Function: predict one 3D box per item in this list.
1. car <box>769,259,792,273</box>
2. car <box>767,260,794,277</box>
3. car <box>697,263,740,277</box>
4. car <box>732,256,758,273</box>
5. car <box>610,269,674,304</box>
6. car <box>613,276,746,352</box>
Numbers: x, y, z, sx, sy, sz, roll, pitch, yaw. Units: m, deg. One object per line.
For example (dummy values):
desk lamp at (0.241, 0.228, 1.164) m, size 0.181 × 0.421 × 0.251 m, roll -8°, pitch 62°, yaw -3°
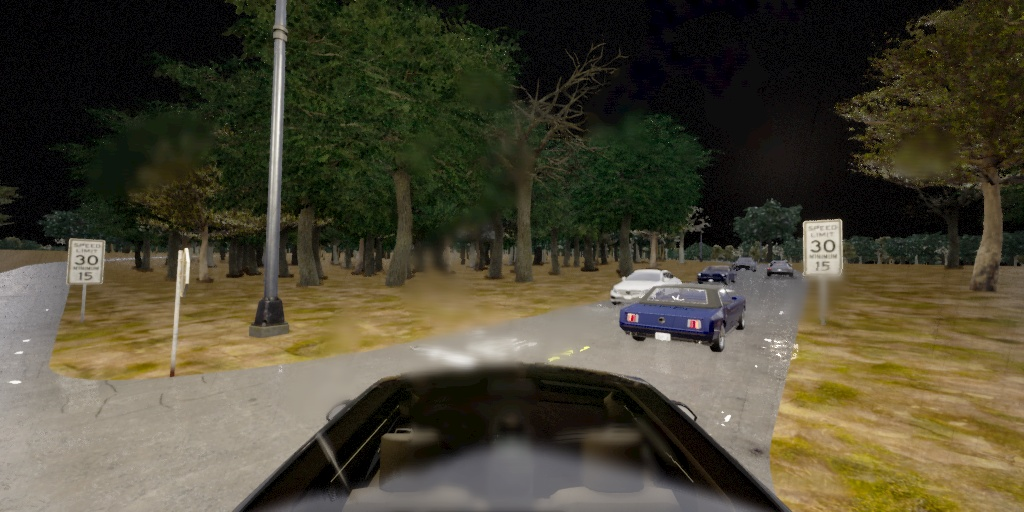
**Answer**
car at (31.819, 1.153, 42.629) m, size 2.128 × 1.511 × 4.902 m, roll -1°, pitch 0°, yaw 36°
car at (25.866, 1.257, 34.586) m, size 1.994 × 1.385 × 4.181 m, roll -1°, pitch 0°, yaw 38°
car at (14.972, 1.364, 26.158) m, size 1.895 × 1.301 × 4.718 m, roll -1°, pitch -1°, yaw 40°
car at (24.671, 0.792, 37.982) m, size 2.097 × 1.767 × 4.553 m, roll -1°, pitch 0°, yaw 37°
car at (5.914, 1.307, 15.446) m, size 1.812 × 1.442 × 4.674 m, roll -1°, pitch 0°, yaw 40°
car at (4.506, 1.348, 8.983) m, size 1.895 × 1.301 × 4.718 m, roll -1°, pitch -1°, yaw 40°
